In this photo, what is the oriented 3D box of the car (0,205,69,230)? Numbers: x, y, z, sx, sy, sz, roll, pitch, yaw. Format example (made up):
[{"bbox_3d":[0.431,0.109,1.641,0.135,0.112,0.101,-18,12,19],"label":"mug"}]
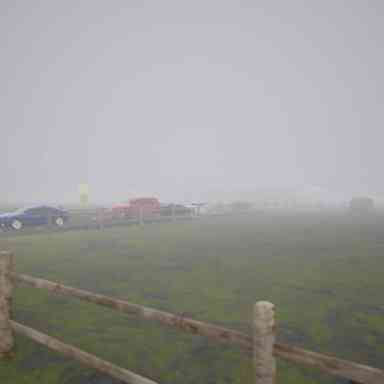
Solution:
[{"bbox_3d":[-11.231,1.712,23.519,1.882,1.535,5.008,0,-1,35],"label":"car"}]

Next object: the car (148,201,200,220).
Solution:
[{"bbox_3d":[-1.589,1.839,31.813,1.837,1.490,4.892,0,-1,36],"label":"car"}]

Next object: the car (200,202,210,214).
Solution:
[{"bbox_3d":[0.352,1.934,39.469,1.812,1.442,4.674,0,-1,36],"label":"car"}]

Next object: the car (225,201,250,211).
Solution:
[{"bbox_3d":[6.569,2.001,47.950,2.128,1.511,4.902,0,-1,37],"label":"car"}]

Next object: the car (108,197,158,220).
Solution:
[{"bbox_3d":[-5.332,1.543,31.678,2.150,2.045,5.566,0,-1,36],"label":"car"}]
